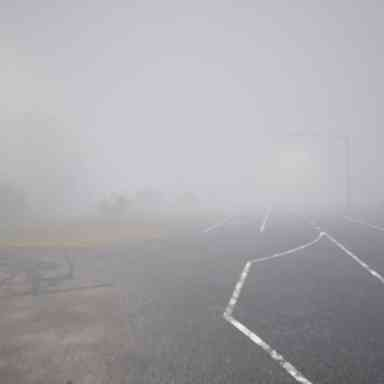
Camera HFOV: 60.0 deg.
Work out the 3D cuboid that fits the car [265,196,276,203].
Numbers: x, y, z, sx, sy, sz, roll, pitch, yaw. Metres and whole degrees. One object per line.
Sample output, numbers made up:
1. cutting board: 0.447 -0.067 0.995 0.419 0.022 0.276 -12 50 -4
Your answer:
1. car: 19.074 1.820 81.110 2.097 1.767 4.553 -2 -1 21
